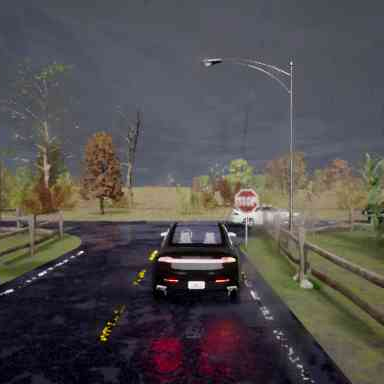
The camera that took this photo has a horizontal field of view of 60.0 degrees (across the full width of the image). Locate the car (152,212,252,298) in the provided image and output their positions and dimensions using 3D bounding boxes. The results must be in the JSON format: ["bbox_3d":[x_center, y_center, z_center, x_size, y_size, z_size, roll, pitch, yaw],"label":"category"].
[{"bbox_3d":[0.152,1.492,8.515,2.128,1.511,4.902,0,0,2],"label":"car"}]

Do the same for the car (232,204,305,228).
[{"bbox_3d":[4.831,1.510,21.343,4.674,1.442,1.812,0,0,1],"label":"car"}]

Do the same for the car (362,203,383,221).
[{"bbox_3d":[15.412,1.187,24.141,5.566,2.045,2.150,0,0,1],"label":"car"}]
